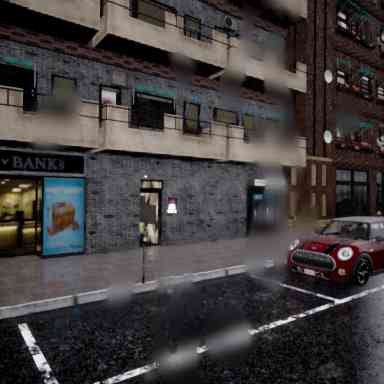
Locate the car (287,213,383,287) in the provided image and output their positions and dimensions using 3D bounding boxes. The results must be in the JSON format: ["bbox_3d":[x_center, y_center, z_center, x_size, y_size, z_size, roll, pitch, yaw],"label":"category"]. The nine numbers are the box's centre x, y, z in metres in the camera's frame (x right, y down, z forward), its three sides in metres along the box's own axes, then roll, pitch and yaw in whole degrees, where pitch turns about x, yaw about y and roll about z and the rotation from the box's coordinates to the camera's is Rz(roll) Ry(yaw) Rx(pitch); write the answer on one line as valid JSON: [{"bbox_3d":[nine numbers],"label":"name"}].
[{"bbox_3d":[4.517,1.442,9.319,4.097,1.590,1.967,0,1,-36],"label":"car"}]
